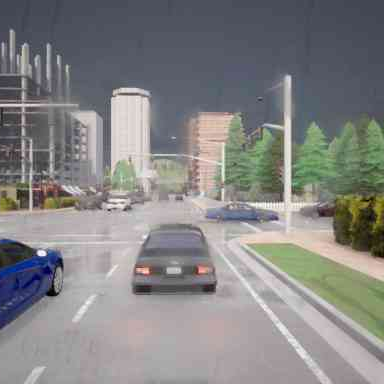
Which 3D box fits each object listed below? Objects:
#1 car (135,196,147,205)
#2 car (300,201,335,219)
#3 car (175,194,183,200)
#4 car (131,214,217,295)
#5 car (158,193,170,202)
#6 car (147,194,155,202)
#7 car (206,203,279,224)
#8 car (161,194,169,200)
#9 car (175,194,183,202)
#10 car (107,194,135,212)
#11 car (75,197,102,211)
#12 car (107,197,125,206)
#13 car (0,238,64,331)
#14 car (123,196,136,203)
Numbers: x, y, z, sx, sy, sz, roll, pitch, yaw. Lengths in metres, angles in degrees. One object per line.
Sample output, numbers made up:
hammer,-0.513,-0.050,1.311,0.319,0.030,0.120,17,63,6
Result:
car,-9.319,1.564,57.208,1.994,1.385,4.181,0,0,-2
car,11.742,1.478,28.231,5.008,1.535,1.882,0,0,-1
car,-3.277,1.327,84.907,1.837,1.490,4.892,0,0,-2
car,-0.421,1.547,8.858,2.033,1.411,5.357,0,0,-2
car,-6.414,1.218,75.241,2.150,2.045,5.566,0,0,-2
car,-9.837,1.552,73.129,1.994,1.385,4.181,0,0,-2
car,3.578,1.547,24.510,5.357,1.411,2.033,0,0,8
car,-6.774,1.351,84.775,1.812,1.442,4.674,0,0,-2
car,-2.929,1.493,75.694,1.837,1.490,4.892,0,0,-2
car,-8.689,1.221,39.987,2.150,2.045,5.566,0,0,-2
car,-12.451,1.352,40.182,2.097,1.767,4.553,0,0,2
car,-12.776,1.547,56.231,2.033,1.411,5.357,0,0,-1
car,-3.731,1.478,5.559,1.882,1.535,5.008,0,0,-3
car,-13.238,1.540,70.464,2.033,1.411,5.357,0,0,-2
